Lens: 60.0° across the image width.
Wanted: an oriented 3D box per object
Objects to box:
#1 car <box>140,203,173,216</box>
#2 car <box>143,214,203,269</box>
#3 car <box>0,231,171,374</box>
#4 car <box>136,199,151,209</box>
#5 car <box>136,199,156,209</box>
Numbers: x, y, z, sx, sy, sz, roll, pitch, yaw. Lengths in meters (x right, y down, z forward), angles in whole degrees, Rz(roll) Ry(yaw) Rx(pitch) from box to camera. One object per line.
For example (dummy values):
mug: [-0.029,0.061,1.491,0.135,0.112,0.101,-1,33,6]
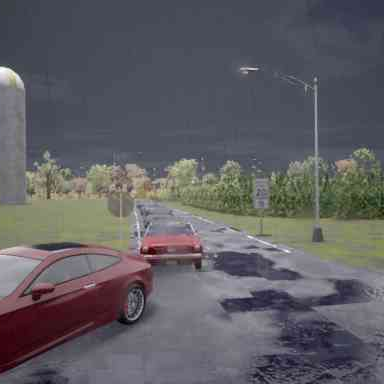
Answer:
car: [-2.264,1.670,22.488,1.994,1.385,4.181,-1,0,-10]
car: [-0.742,1.665,11.376,1.895,1.301,4.718,-1,0,-5]
car: [-2.392,1.557,5.059,1.812,1.442,4.674,0,-1,29]
car: [-7.468,1.797,50.824,1.994,1.385,4.181,-1,0,-11]
car: [-4.533,1.654,35.192,2.128,1.511,4.902,-1,0,-10]
